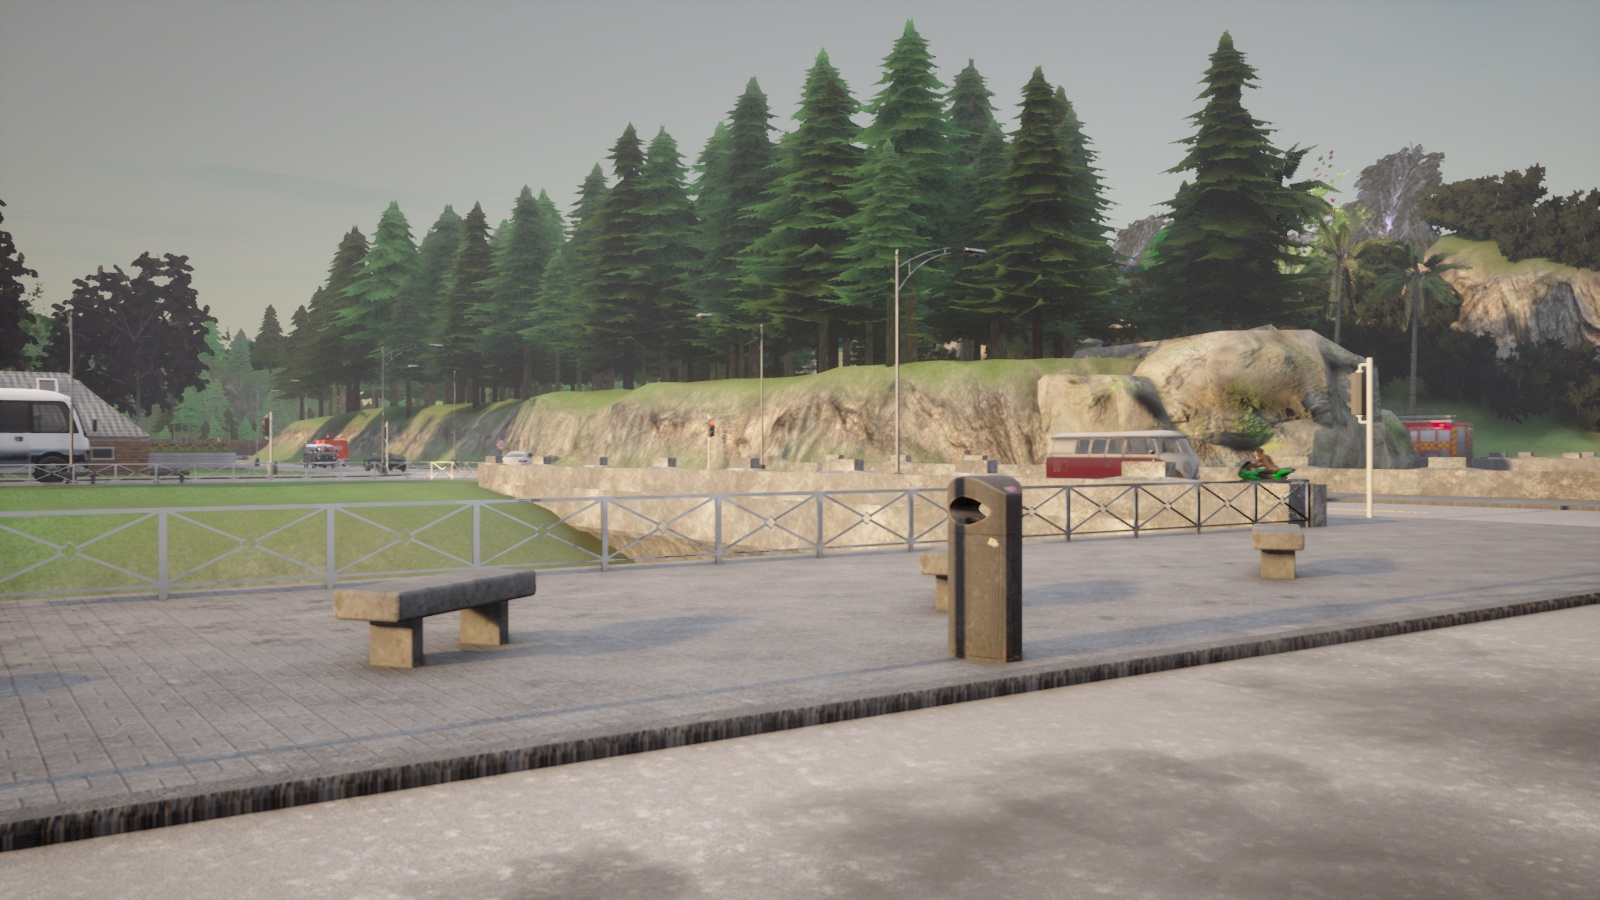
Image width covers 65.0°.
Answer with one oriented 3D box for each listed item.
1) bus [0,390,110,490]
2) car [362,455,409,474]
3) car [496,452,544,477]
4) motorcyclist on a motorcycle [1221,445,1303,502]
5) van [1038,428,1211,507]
[{"bbox_3d":[-35.962,-0.429,54.356,10.273,4.253,3.944,0,0,-35],"label":"bus"},{"bbox_3d":[-29.156,0.995,88.242,1.895,1.301,4.718,0,0,-35],"label":"car"},{"bbox_3d":[-16.612,0.849,74.668,1.812,1.442,4.674,0,0,0],"label":"car"},{"bbox_3d":[12.820,0.639,34.909,0.797,1.523,2.044,0,0,-35],"label":"motorcyclist on a motorcycle"},{"bbox_3d":[8.664,0.435,33.873,1.775,1.987,4.442,0,0,-35],"label":"van"}]
